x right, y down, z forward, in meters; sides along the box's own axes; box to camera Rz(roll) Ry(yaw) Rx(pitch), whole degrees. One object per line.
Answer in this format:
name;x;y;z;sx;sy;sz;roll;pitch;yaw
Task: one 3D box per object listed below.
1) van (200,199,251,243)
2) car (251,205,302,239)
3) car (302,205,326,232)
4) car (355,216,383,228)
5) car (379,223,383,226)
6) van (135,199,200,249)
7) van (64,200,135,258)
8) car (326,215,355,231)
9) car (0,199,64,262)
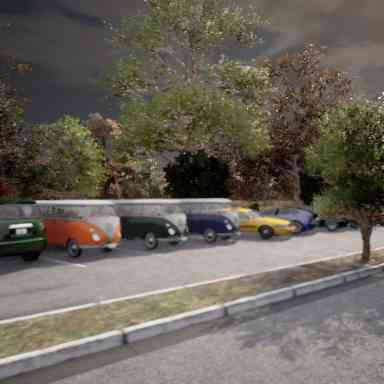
van;0.298;1.319;16.161;4.442;1.987;1.878;-1;-1;34
car;2.778;1.553;17.846;5.366;1.575;1.946;-1;-1;34
car;5.018;1.601;19.694;4.792;1.488;2.163;-1;-1;34
car;9.858;1.345;23.160;5.566;2.045;2.435;-1;-1;34
car;6.442;1.532;7.748;4.902;1.511;2.128;0;0;-35
van;-2.124;1.306;14.428;4.442;1.987;1.878;-1;-1;35
van;-4.546;1.293;12.696;4.442;1.987;1.878;-1;-1;35
car;7.491;1.613;21.398;4.792;1.488;2.163;-1;-1;34
car;-7.092;1.257;11.046;5.566;2.045;2.435;-1;-1;34
